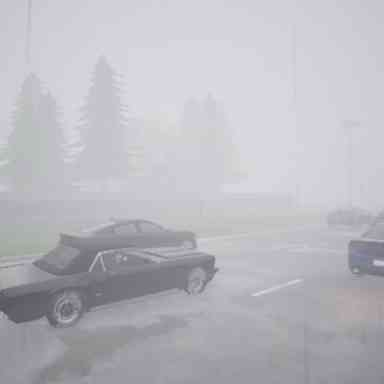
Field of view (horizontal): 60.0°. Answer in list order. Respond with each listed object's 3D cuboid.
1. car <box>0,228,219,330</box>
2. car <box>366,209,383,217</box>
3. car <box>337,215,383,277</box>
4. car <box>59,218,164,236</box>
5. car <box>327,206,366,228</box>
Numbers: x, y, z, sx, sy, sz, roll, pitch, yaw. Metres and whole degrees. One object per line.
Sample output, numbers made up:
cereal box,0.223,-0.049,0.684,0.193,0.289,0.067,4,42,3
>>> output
car,-1.643,1.695,7.178,4.718,1.301,1.895,1,-1,-40
car,12.490,1.730,19.979,4.892,1.490,1.837,1,-1,-43
car,6.327,1.588,9.635,5.008,1.535,1.882,1,-1,-42
car,-2.022,1.627,11.539,5.008,1.535,1.882,1,-1,-41
car,11.434,1.765,23.759,4.902,1.511,2.128,1,-1,-43
